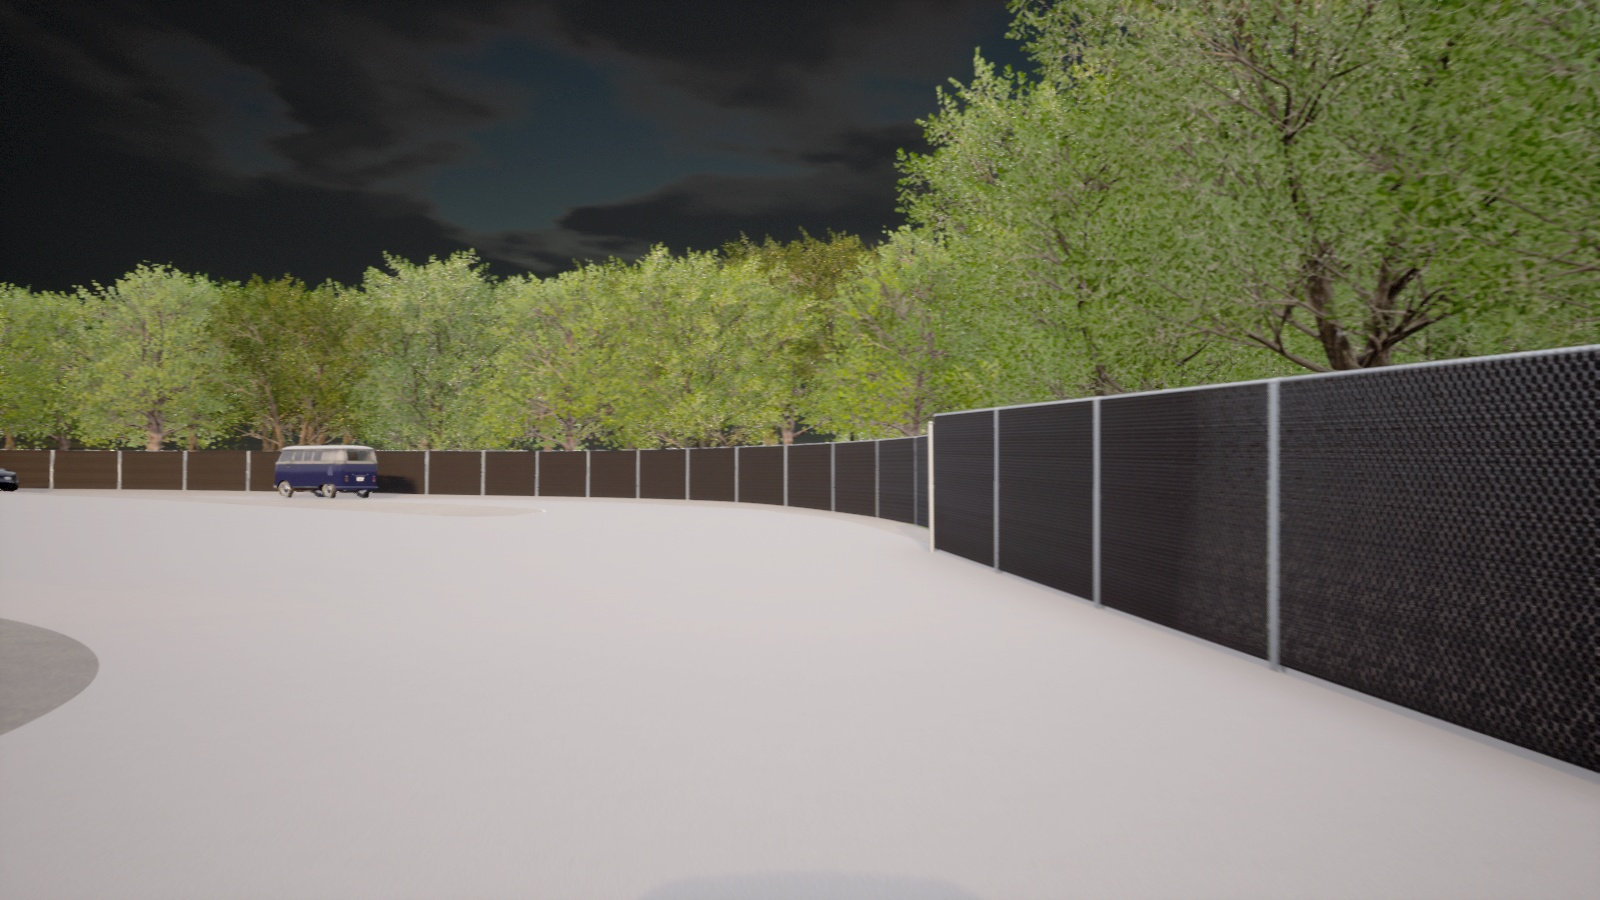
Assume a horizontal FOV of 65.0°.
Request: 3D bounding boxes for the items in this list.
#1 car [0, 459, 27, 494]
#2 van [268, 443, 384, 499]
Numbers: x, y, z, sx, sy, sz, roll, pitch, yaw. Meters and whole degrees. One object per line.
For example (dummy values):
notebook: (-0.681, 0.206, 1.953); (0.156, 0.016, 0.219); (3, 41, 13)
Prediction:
car: (-33.716, 1.018, 50.343); (4.181, 1.385, 1.994); (1, -2, 0)
van: (-17.774, 0.792, 47.033); (4.442, 1.987, 1.775); (-1, -2, 33)
